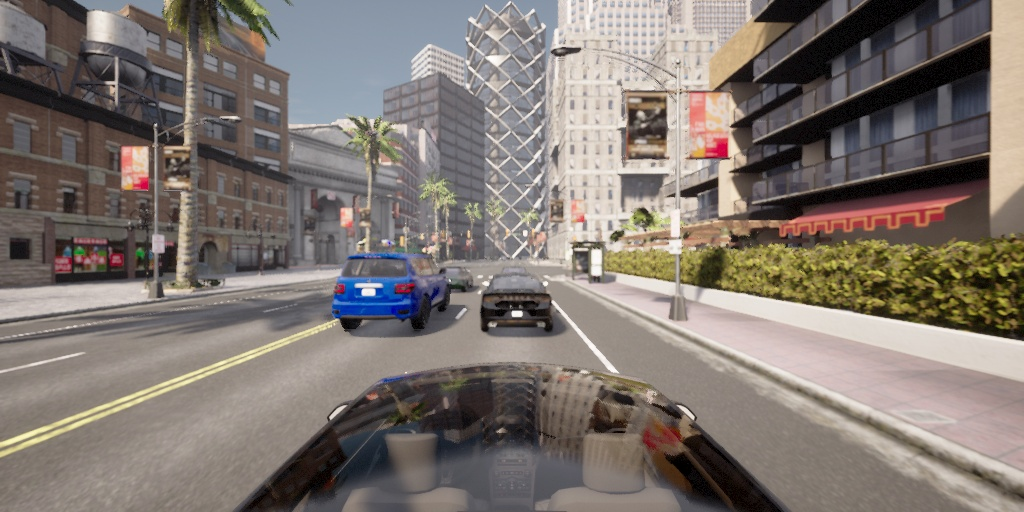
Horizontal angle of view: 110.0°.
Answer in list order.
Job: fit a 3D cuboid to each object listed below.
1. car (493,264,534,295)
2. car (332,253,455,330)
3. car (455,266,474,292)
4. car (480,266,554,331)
[{"bbox_3d":[0.112,1.248,20.490,2.033,1.411,5.357,0,0,0],"label":"car"},{"bbox_3d":[-3.391,0.945,11.156,2.150,2.045,5.566,0,0,0],"label":"car"},{"bbox_3d":[-3.382,1.263,20.658,1.994,1.385,4.181,0,0,0],"label":"car"},{"bbox_3d":[0.115,1.203,10.900,1.882,1.535,5.008,0,0,0],"label":"car"}]
